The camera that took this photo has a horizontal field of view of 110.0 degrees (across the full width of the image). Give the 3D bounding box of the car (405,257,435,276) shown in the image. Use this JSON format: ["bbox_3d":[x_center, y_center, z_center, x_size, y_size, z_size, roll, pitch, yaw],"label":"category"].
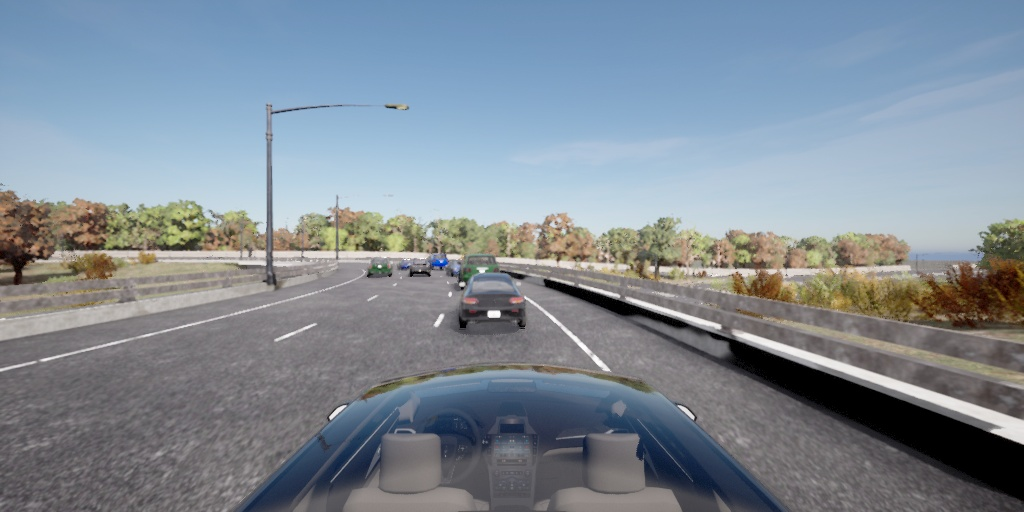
[{"bbox_3d":[-8.914,1.102,34.482,2.128,1.511,4.902,0,0,-17],"label":"car"}]

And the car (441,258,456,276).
[{"bbox_3d":[-5.235,1.155,34.462,2.033,1.411,5.357,0,0,-18],"label":"car"}]

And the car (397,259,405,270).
[{"bbox_3d":[-13.794,1.123,46.888,1.994,1.385,4.181,0,0,-25],"label":"car"}]

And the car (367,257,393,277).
[{"bbox_3d":[-12.460,0.967,34.030,2.097,1.767,4.553,0,0,-18],"label":"car"}]

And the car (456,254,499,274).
[{"bbox_3d":[-2.081,0.887,21.779,2.150,2.045,5.566,0,1,-11],"label":"car"}]

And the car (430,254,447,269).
[{"bbox_3d":[-9.669,0.781,46.319,2.150,2.045,5.566,0,0,-23],"label":"car"}]

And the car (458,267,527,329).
[{"bbox_3d":[-0.648,1.235,11.016,1.812,1.442,4.674,0,0,-5],"label":"car"}]
